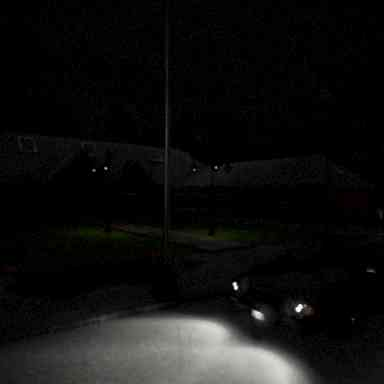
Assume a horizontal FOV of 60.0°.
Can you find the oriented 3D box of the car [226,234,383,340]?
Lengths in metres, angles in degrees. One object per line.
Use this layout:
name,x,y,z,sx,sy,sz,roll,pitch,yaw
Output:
car,3.252,1.609,6.824,5.357,1.411,2.033,1,0,-35
